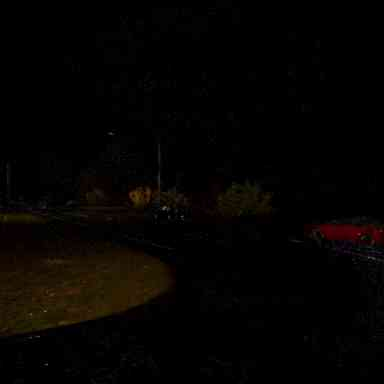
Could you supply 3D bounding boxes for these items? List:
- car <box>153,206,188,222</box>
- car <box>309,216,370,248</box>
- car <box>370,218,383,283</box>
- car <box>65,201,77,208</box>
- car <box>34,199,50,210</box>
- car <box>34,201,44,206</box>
[{"bbox_3d":[-2.203,2.094,33.259,2.128,1.511,4.902,1,-1,-32],"label":"car"},{"bbox_3d":[8.126,1.920,16.992,1.994,1.385,4.181,1,-1,-32],"label":"car"},{"bbox_3d":[6.414,1.515,6.578,2.097,1.767,4.553,1,-1,-32],"label":"car"},{"bbox_3d":[-25.306,2.651,69.618,1.812,1.442,4.674,1,-1,-32],"label":"car"},{"bbox_3d":[-26.283,2.481,58.696,1.812,1.442,4.674,1,-1,-29],"label":"car"},{"bbox_3d":[-38.255,2.879,83.009,1.895,1.301,4.718,1,-1,-28],"label":"car"}]
